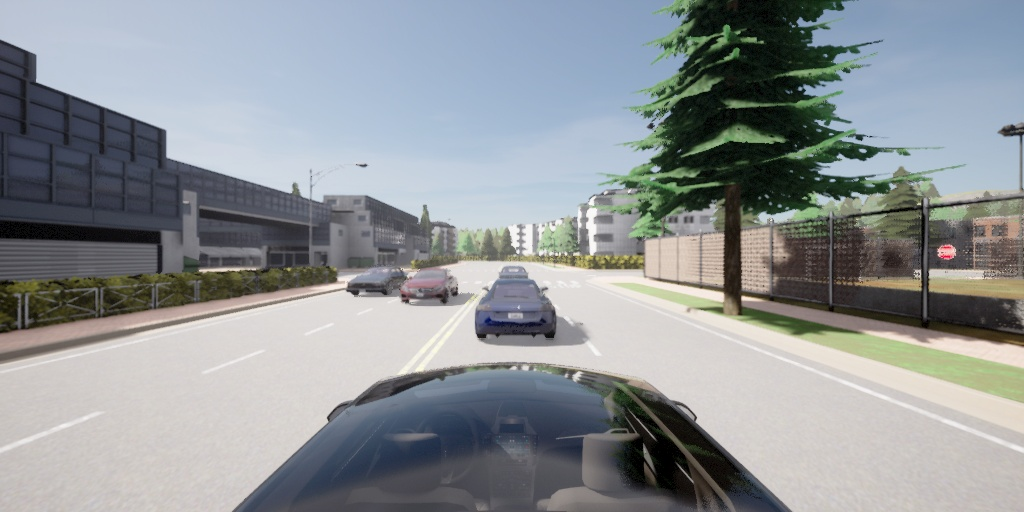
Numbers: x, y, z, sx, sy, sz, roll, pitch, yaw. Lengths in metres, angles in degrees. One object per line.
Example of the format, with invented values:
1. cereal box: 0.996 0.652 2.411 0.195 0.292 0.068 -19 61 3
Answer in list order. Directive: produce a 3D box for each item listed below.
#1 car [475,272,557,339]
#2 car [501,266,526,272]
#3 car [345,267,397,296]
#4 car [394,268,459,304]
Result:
1. car: 0.088 1.309 10.053 1.994 1.385 4.181 0 0 0
2. car: 0.091 1.287 21.852 2.033 1.411 5.357 0 0 0
3. car: -7.034 1.289 19.567 2.033 1.411 5.357 0 0 0
4. car: -3.563 1.268 16.298 1.812 1.442 4.674 0 0 0
